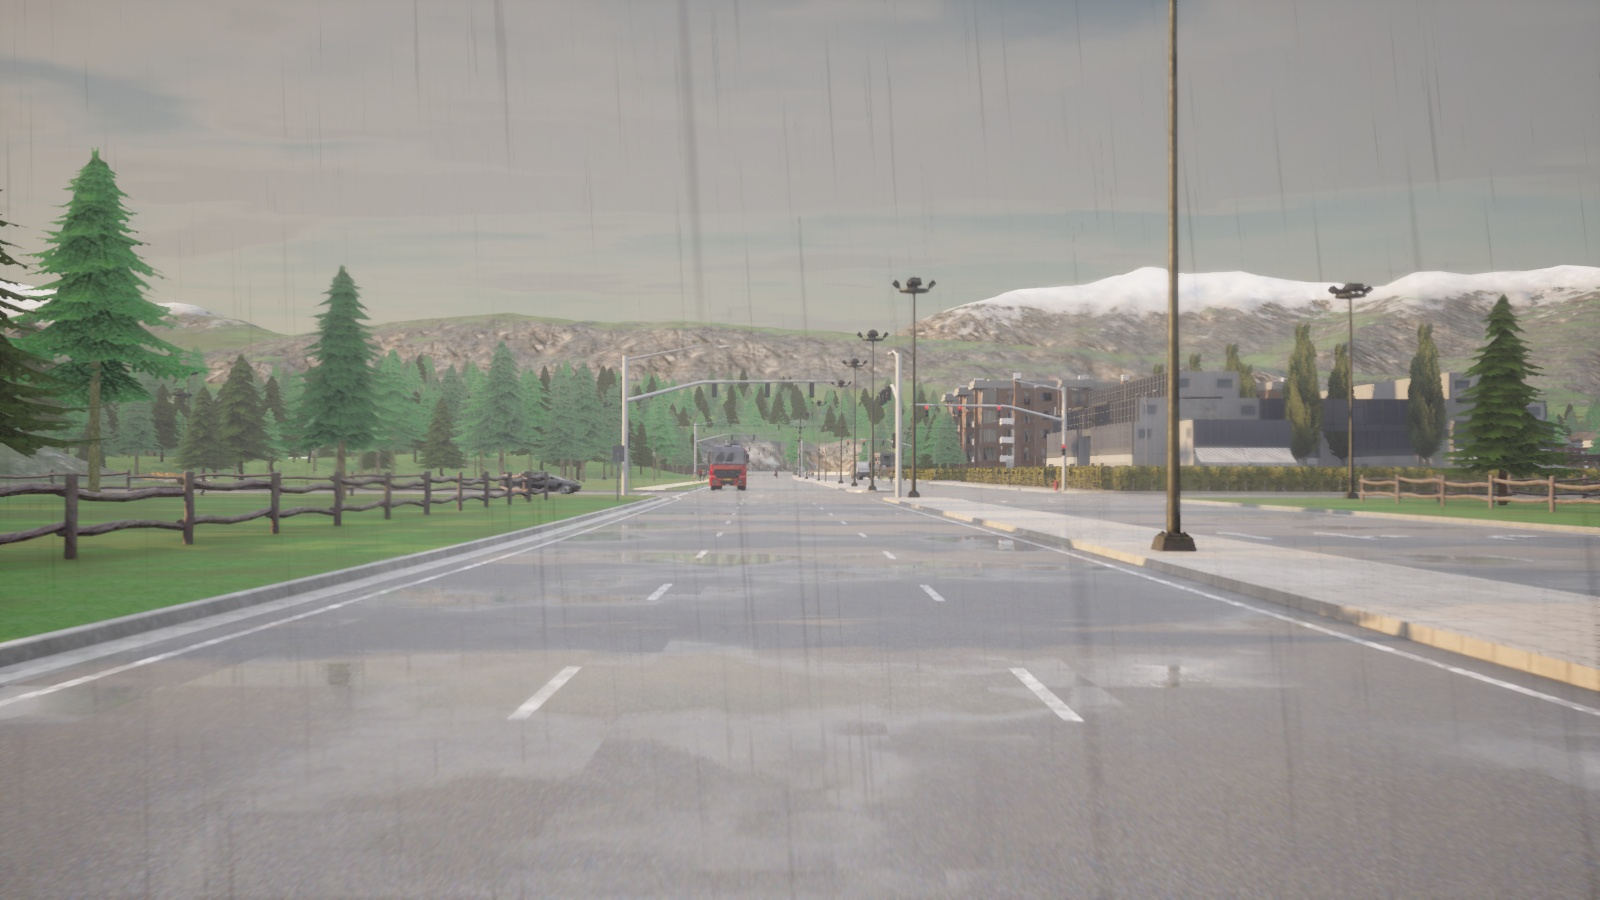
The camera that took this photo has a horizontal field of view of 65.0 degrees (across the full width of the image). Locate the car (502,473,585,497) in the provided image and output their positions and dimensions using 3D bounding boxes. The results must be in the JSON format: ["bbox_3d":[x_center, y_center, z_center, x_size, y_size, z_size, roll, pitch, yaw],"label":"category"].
[{"bbox_3d":[-16.097,2.202,79.065,4.792,1.488,2.163,0,-1,-1],"label":"car"}]
